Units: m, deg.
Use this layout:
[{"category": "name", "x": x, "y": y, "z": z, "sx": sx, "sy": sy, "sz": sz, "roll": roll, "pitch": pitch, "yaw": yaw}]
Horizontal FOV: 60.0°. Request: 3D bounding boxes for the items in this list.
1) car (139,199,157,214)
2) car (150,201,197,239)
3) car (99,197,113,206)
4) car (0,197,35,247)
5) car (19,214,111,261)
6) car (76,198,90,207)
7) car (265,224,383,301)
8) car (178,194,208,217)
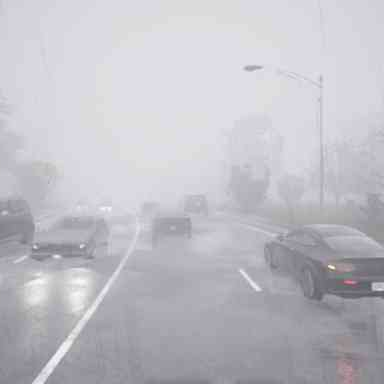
[{"category": "car", "x": -4.511, "y": 1.495, "z": 35.522, "sx": 1.882, "sy": 1.535, "sz": 5.008, "roll": 0, "pitch": 0, "yaw": -14}, {"category": "car", "x": -1.136, "y": 1.484, "z": 17.457, "sx": 1.882, "sy": 1.535, "sz": 5.008, "roll": 0, "pitch": 0, "yaw": -7}, {"category": "car", "x": -13.935, "y": 1.524, "z": 53.910, "sx": 2.128, "sy": 1.511, "sz": 4.902, "roll": 0, "pitch": 0, "yaw": -19}, {"category": "car", "x": -7.792, "y": 1.241, "z": 12.481, "sx": 2.150, "sy": 2.045, "sz": 5.566, "roll": 0, "pitch": 0, "yaw": -6}, {"category": "car", "x": -4.285, "y": 1.559, "z": 12.621, "sx": 2.033, "sy": 1.411, "sz": 5.357, "roll": 0, "pitch": 0, "yaw": -5}, {"category": "car", "x": -17.370, "y": 1.597, "z": 53.123, "sx": 1.994, "sy": 1.385, "sz": 4.181, "roll": 0, "pitch": 0, "yaw": -19}, {"category": "car", "x": 3.222, "y": 1.520, "z": 8.243, "sx": 1.812, "sy": 1.442, "sz": 4.674, "roll": 0, "pitch": 0, "yaw": -3}, {"category": "car", "x": -0.007, "y": 1.232, "z": 31.733, "sx": 2.150, "sy": 2.045, "sz": 5.566, "roll": 0, "pitch": 0, "yaw": -12}]
